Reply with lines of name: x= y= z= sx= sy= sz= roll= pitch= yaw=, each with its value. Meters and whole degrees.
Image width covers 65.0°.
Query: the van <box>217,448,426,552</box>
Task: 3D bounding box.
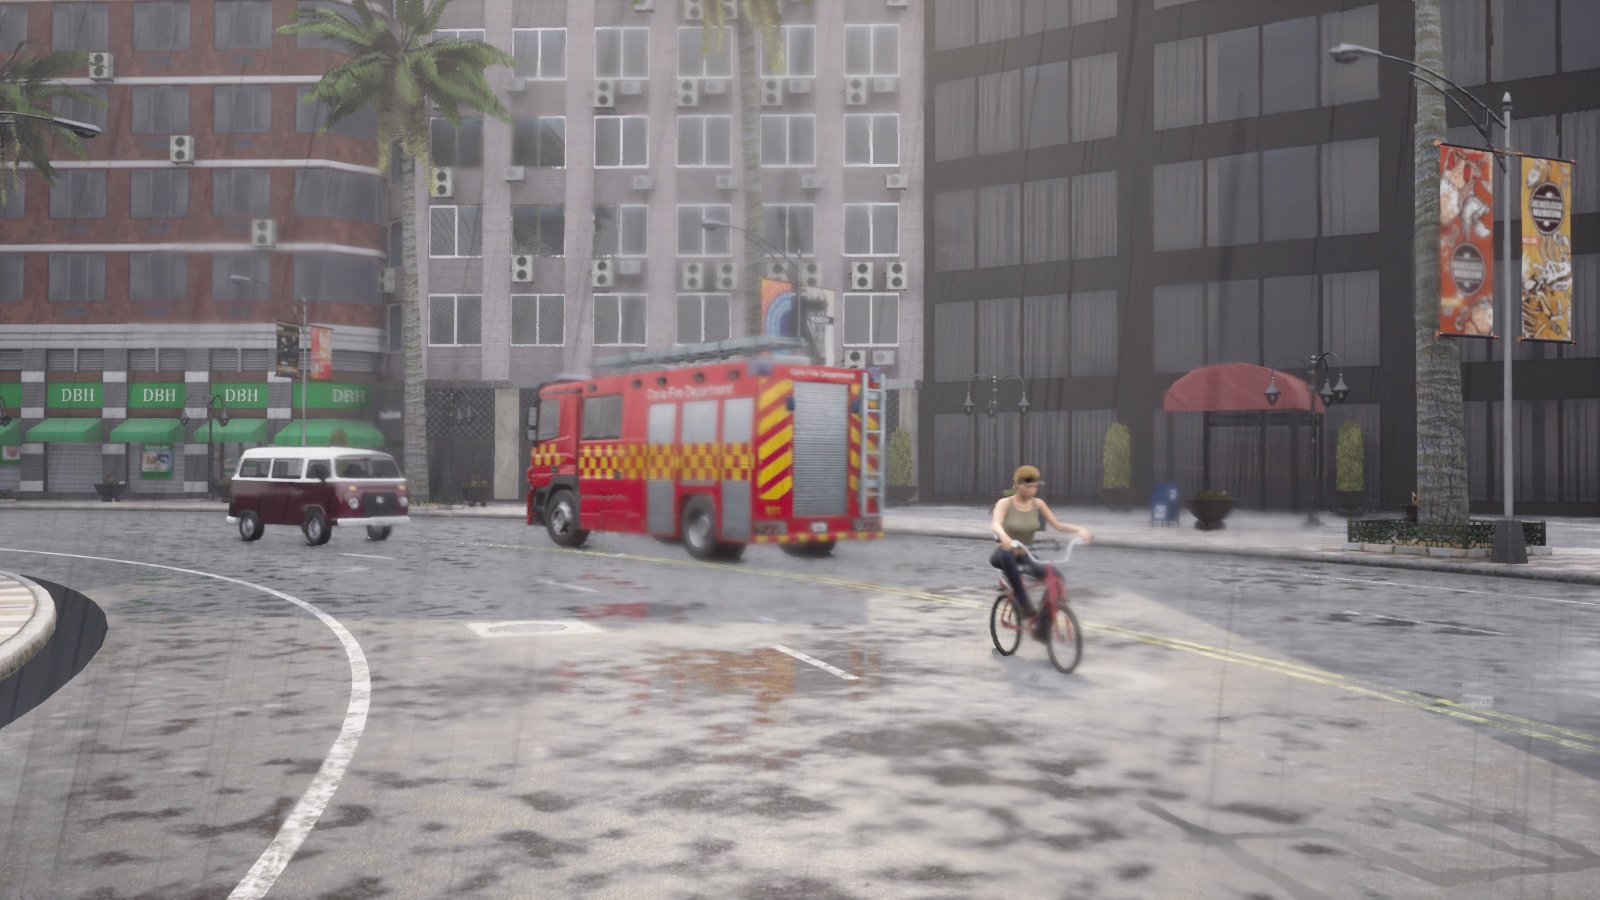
van: x=-10.294 y=1.030 z=26.922 sx=4.480 sy=2.038 sz=2.069 roll=-1 pitch=-1 yaw=36

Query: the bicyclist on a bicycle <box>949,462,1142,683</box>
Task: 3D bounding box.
bicyclist on a bicycle: x=1.926 y=0.912 z=10.088 sx=0.866 sy=1.612 sz=1.509 roll=-1 pitch=-1 yaw=-18

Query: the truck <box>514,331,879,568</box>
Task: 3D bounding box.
truck: x=-2.376 y=0.070 z=24.507 sx=2.891 sy=3.827 sz=8.468 roll=1 pitch=-1 yaw=-38
